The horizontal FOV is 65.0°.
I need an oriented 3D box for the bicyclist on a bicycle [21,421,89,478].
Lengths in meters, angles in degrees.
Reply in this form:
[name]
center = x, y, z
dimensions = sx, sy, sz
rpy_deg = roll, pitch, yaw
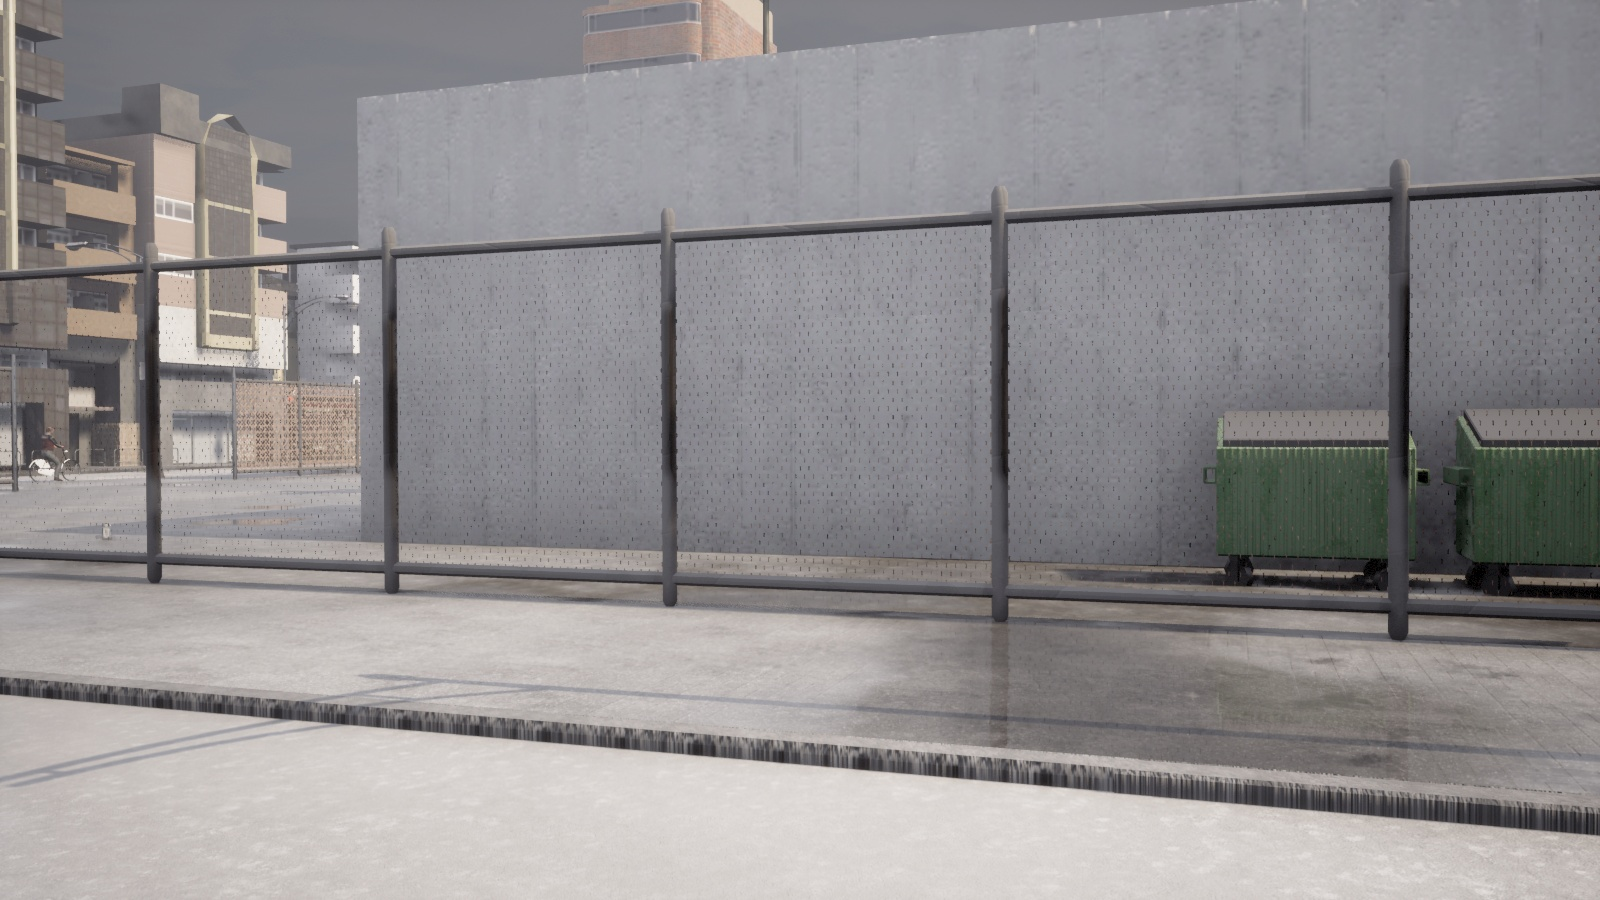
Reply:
[bicyclist on a bicycle]
center = -23.671, -0.031, 39.939
dimensions = 0.659, 1.776, 1.843
rpy_deg = 1, 1, 19
